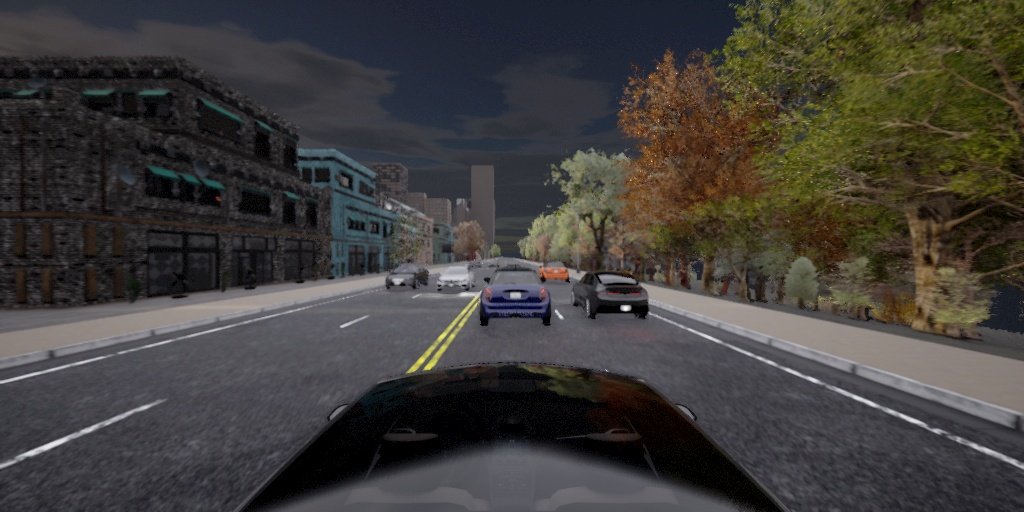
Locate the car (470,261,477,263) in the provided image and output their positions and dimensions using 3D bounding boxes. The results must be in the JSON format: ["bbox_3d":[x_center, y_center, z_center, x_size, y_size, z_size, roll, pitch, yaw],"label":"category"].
[{"bbox_3d":[-6.518,1.509,64.326,1.994,1.385,4.181,0,0,1],"label":"car"}]

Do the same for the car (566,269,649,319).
[{"bbox_3d":[3.352,1.290,12.987,1.837,1.490,4.892,0,0,0],"label":"car"}]

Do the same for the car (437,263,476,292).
[{"bbox_3d":[-3.356,1.340,22.143,1.812,1.442,4.674,0,0,0],"label":"car"}]

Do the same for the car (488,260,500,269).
[{"bbox_3d":[-3.266,1.449,64.300,1.837,1.490,4.892,0,0,1],"label":"car"}]

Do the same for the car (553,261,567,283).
[{"bbox_3d":[3.355,1.190,29.432,2.097,1.767,4.553,0,0,0],"label":"car"}]

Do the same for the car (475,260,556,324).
[{"bbox_3d":[0.102,1.135,12.193,2.097,1.767,4.553,0,0,0],"label":"car"}]

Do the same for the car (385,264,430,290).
[{"bbox_3d":[-6.595,1.309,23.105,2.128,1.511,4.902,0,0,0],"label":"car"}]
